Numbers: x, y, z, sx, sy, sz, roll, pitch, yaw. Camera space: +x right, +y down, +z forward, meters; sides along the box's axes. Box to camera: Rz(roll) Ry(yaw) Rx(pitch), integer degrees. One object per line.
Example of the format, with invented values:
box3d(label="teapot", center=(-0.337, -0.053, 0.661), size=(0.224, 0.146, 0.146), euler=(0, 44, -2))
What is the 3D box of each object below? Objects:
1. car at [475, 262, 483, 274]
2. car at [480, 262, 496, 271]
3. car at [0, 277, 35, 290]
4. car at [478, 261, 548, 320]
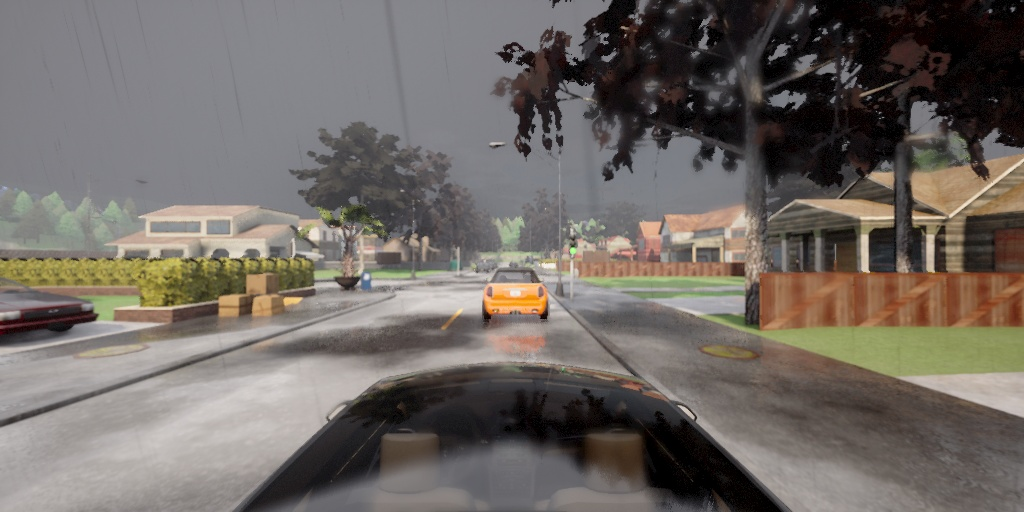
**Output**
box3d(label="car", center=(-3.920, 1.628, 49.212), size=(1.837, 1.490, 4.892), euler=(0, 0, 0))
box3d(label="car", center=(-3.872, 1.688, 58.551), size=(2.128, 1.511, 4.902), euler=(0, 0, 0))
box3d(label="car", center=(-33.453, 1.497, 25.744), size=(4.181, 1.385, 1.994), euler=(0, 0, 1))
box3d(label="car", center=(0.125, 1.192, 13.169), size=(2.097, 1.767, 4.553), euler=(0, 0, 1))
